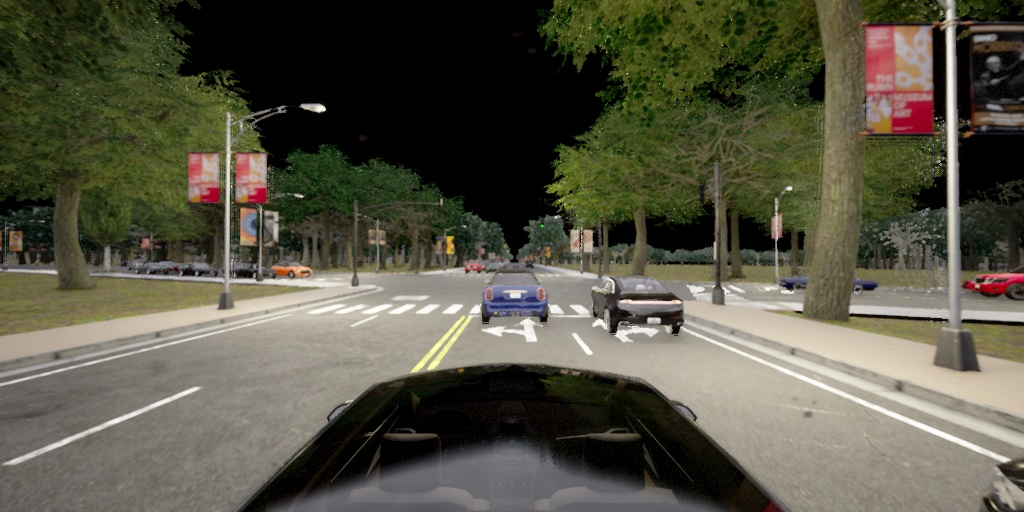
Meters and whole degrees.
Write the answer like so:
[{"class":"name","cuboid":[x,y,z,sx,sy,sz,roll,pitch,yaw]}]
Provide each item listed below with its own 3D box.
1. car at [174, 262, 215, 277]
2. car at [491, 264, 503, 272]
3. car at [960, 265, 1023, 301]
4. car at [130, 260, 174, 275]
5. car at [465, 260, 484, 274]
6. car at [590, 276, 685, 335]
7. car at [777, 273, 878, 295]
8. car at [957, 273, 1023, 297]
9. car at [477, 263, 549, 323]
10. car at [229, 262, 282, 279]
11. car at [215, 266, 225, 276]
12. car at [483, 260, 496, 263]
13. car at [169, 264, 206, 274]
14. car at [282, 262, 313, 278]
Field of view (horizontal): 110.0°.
[{"class":"car","cuboid":[-35.257,1.529,40.341,5.008,1.535,1.882,0,-1,24]},{"class":"car","cuboid":[-2.622,2.126,62.991,1.895,1.301,4.718,0,-1,1]},{"class":"car","cuboid":[29.177,1.382,19.407,5.566,2.045,2.150,0,-1,24]},{"class":"car","cuboid":[-44.693,1.559,44.509,4.892,1.490,1.837,0,-1,24]},{"class":"car","cuboid":[-5.997,1.658,56.051,2.150,2.045,5.566,0,-1,0]},{"class":"car","cuboid":[3.576,1.358,10.958,2.128,1.511,4.902,0,-1,5]},{"class":"car","cuboid":[20.237,1.754,23.325,4.718,1.301,1.895,0,-1,24]},{"class":"car","cuboid":[31.334,1.799,22.012,4.718,1.301,1.895,0,-1,24]},{"class":"car","cuboid":[0.055,1.241,12.901,2.097,1.767,4.553,0,-1,-1]},{"class":"car","cuboid":[-26.160,1.530,36.340,5.008,1.535,1.882,0,-1,22]},{"class":"car","cuboid":[-32.269,1.579,42.577,4.902,1.511,2.128,0,-1,24]},{"class":"car","cuboid":[-2.755,1.763,54.003,2.097,1.767,4.553,0,-1,1]},{"class":"car","cuboid":[-42.780,1.692,47.221,4.718,1.301,1.895,0,-1,24]},{"class":"car","cuboid":[-23.889,1.442,38.901,4.553,1.767,2.097,0,-1,24]}]
